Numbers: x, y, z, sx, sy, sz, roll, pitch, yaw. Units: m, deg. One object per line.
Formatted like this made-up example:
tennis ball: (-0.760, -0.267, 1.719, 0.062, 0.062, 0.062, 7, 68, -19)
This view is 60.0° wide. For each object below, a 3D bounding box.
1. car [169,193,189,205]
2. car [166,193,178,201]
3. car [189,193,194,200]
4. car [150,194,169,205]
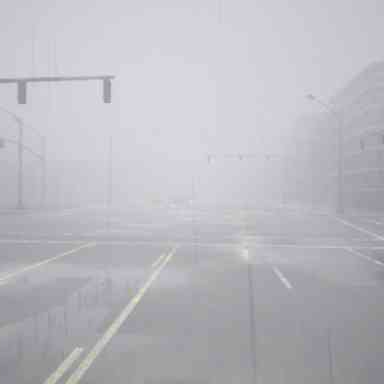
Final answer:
car: (-2.062, 1.241, 53.929, 1.837, 1.490, 4.892, 0, 1, 5)
car: (-4.165, 0.945, 70.250, 1.837, 1.490, 4.892, 0, 1, 5)
car: (-0.662, 0.972, 70.143, 1.837, 1.490, 4.892, 0, 1, 5)
car: (-5.568, 1.187, 53.992, 1.882, 1.535, 5.008, 0, 1, 5)
